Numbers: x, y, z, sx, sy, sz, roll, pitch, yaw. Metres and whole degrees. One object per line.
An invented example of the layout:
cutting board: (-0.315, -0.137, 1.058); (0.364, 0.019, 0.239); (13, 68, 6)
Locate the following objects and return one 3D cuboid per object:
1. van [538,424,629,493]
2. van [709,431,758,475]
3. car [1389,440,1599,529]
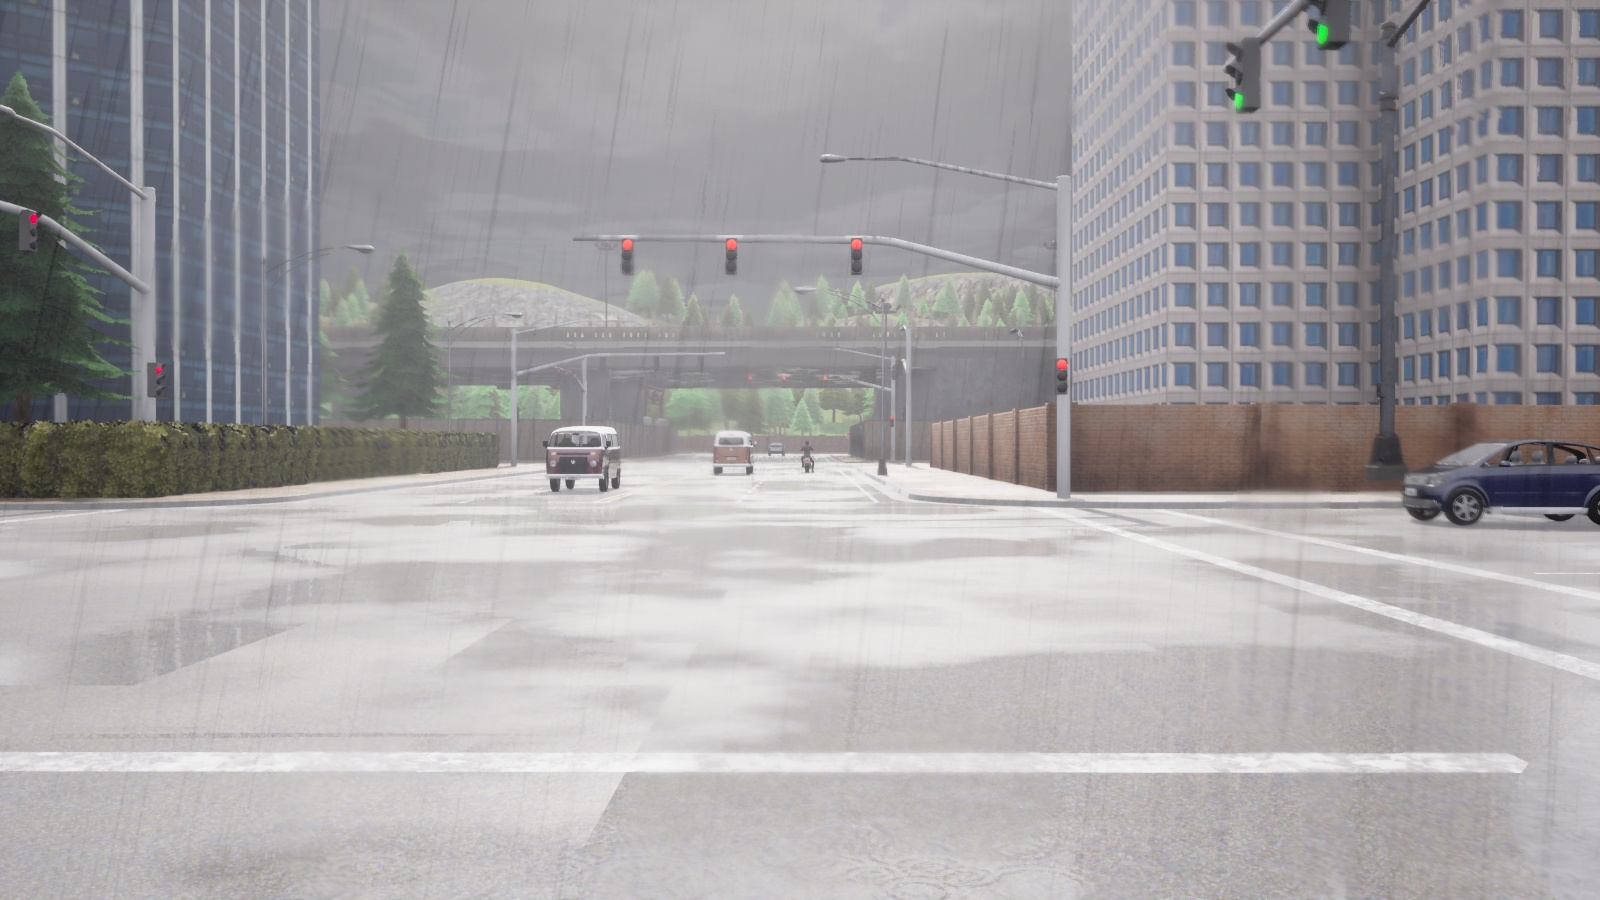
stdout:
van: (-6.770, 0.240, 39.687); (2.069, 2.038, 4.480); (0, 0, 0)
van: (-3.158, 0.126, 60.408); (2.069, 2.038, 4.480); (0, 0, 0)
car: (13.058, 0.606, 22.997); (3.705, 1.549, 1.789); (0, 0, 1)
